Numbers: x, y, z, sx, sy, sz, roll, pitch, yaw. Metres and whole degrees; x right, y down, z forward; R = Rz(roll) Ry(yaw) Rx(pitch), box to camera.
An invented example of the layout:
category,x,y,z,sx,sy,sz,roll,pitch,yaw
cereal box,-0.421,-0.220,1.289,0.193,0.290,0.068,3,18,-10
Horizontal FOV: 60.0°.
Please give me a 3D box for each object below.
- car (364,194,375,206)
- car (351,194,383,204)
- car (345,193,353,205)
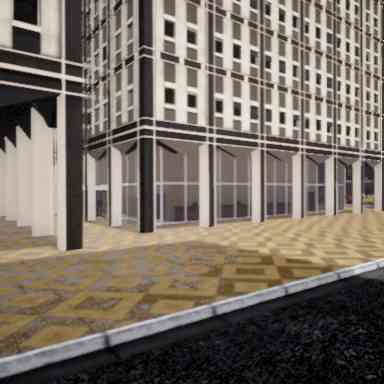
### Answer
category,x,y,z,sx,sy,sz,roll,pitch,yaw
car,22.529,1.028,38.860,1.752,1.417,4.829,0,0,-36
car,25.979,0.969,48.678,2.008,1.369,4.403,0,0,-36
car,19.078,0.784,43.581,2.192,1.841,5.009,0,0,-36
